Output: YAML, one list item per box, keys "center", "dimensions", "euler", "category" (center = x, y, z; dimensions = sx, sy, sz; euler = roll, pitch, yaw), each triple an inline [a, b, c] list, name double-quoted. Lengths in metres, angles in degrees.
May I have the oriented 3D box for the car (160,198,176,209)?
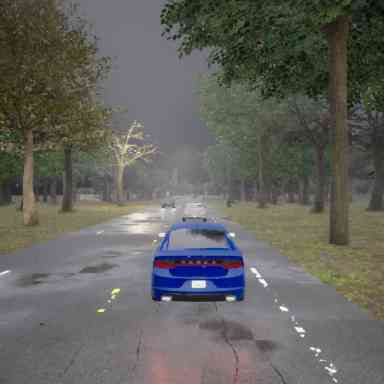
- center: [-3.408, 1.654, 48.330]
  dimensions: [1.837, 1.490, 4.892]
  euler: [0, -1, 1]
  category: "car"

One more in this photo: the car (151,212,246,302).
- center: [0.129, 1.485, 8.366]
  dimensions: [1.882, 1.535, 5.008]
  euler: [0, 0, 0]
  category: "car"

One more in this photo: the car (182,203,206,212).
- center: [0.187, 1.580, 26.879]
  dimensions: [1.812, 1.442, 4.674]
  euler: [0, 0, 0]
  category: "car"
